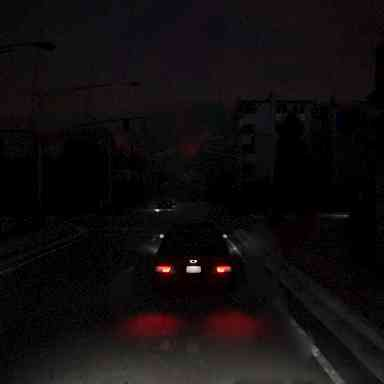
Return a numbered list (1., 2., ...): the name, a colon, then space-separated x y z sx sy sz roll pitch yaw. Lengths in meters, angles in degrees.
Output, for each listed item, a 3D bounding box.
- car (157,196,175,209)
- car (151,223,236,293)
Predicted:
1. car: -3.703 1.493 45.563 1.837 1.490 4.892 0 0 0
2. car: 0.036 1.545 8.960 2.033 1.411 5.357 0 0 0
